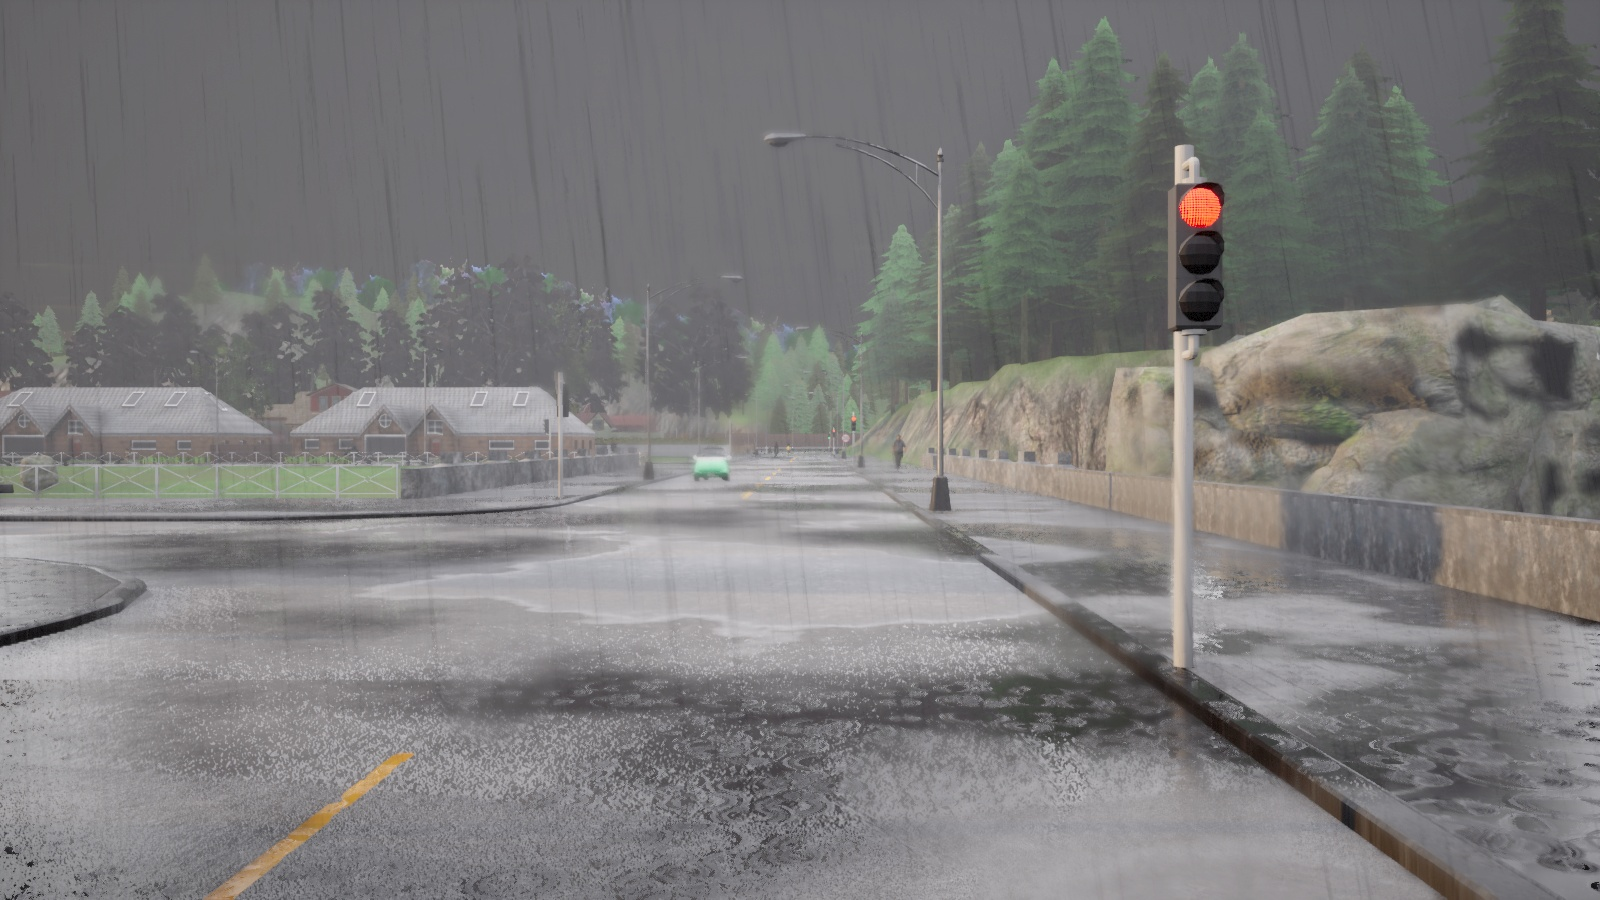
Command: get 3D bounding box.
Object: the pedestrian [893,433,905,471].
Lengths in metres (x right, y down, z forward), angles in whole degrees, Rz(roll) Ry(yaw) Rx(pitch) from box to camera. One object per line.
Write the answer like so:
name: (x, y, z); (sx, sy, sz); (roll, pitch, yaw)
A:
pedestrian: (4.880, 0.110, 62.119); (0.540, 1.848, 0.694); (0, 0, 2)

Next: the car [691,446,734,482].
car: (-3.398, 0.521, 49.101); (1.481, 1.376, 2.207); (0, 0, 1)
